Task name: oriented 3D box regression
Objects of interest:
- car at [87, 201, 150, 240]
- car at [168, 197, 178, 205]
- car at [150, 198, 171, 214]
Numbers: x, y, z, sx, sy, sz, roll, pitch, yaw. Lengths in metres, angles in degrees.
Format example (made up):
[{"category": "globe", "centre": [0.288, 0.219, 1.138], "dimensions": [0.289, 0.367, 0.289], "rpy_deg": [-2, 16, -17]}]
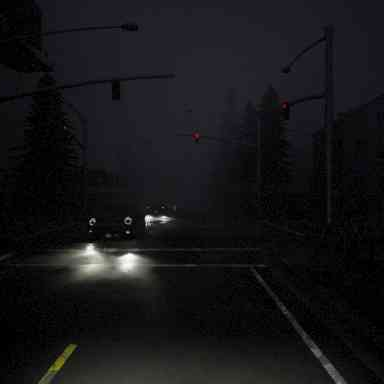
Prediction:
[{"category": "car", "centre": [-3.603, 1.290, 16.535], "dimensions": [2.097, 1.767, 4.553], "rpy_deg": [-1, 0, 0]}, {"category": "car", "centre": [-3.444, 1.547, 57.369], "dimensions": [2.033, 1.411, 5.357], "rpy_deg": [0, 0, 0]}, {"category": "car", "centre": [-3.553, 1.601, 34.652], "dimensions": [1.895, 1.301, 4.718], "rpy_deg": [0, 0, 0]}]
